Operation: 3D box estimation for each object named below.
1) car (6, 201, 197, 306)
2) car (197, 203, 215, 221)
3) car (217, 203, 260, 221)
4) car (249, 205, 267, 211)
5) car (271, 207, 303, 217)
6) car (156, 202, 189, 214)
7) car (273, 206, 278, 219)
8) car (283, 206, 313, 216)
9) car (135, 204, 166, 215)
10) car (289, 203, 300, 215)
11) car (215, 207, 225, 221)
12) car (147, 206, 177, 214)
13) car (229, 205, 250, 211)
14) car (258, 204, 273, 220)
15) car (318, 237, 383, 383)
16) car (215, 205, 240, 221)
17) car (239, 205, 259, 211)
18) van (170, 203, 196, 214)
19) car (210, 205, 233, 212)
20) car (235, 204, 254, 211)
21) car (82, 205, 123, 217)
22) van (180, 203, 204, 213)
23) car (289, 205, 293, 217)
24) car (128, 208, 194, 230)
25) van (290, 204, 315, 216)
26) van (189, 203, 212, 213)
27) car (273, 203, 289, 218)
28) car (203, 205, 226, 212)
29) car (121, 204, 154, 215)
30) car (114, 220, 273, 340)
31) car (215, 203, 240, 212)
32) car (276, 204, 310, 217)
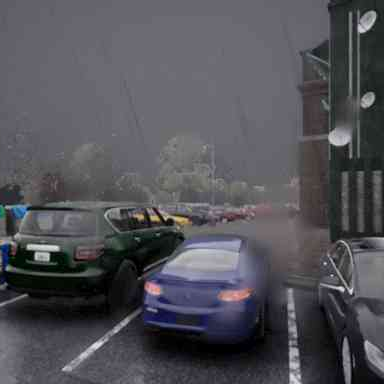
[{"bbox_3d":[-1.853,1.243,8.294,2.435,2.045,5.566,0,-1,16],"label":"car"},{"bbox_3d":[-1.101,2.170,31.603,5.566,2.045,2.435,1,-1,15],"label":"car"},{"bbox_3d":[5.743,2.670,41.503,4.553,1.767,2.185,1,-1,15],"label":"car"},{"bbox_3d":[18.233,4.337,91.921,4.792,1.488,2.163,0,-2,13],"label":"car"},{"bbox_3d":[16.046,3.340,56.298,5.008,1.535,2.097,1,-1,15],"label":"car"},{"bbox_3d":[-3.527,2.882,60.034,5.566,2.045,2.435,0,-2,15],"label":"car"},{"bbox_3d":[9.170,3.006,46.426,4.792,1.488,2.163,1,-1,15],"label":"car"},{"bbox_3d":[19.467,3.522,61.236,5.008,1.535,2.097,1,-1,15],"label":"car"},{"bbox_3d":[-6.857,2.827,55.121,4.553,1.767,2.185,0,-2,15],"label":"car"},{"bbox_3d":[14.369,2.999,53.834,5.566,2.045,2.435,1,-1,15],"label":"car"},{"bbox_3d":[0.590,2.560,34.069,4.674,1.452,2.002,1,-1,15],"label":"car"},{"bbox_3d":[-5.194,3.083,57.576,4.674,1.452,2.002,0,-2,15],"label":"car"},{"bbox_3d":[11.700,3.947,82.049,4.892,1.521,2.231,0,-2,14],"label":"car"},{"bbox_3d":[7.464,2.635,43.959,5.566,2.045,2.435,1,-1,15],"label":"car"},{"bbox_3d":[2.966,1.488,4.831,2.231,1.521,4.892,0,-1,16],"label":"car"},{"bbox_3d":[2.326,2.615,36.547,5.008,1.535,2.097,1,-1,15],"label":"car"},{"bbox_3d":[15.015,4.127,86.967,5.008,1.535,2.097,0,-2,14],"label":"car"},{"bbox_3d":[-1.691,2.998,62.447,4.442,1.987,1.878,0,-2,15],"label":"van"},{"bbox_3d":[6.681,3.705,74.699,4.792,1.488,2.163,0,-2,15],"label":"car"},{"bbox_3d":[13.388,3.911,84.505,4.553,1.767,2.185,0,-2,14],"label":"car"},{"bbox_3d":[-12.627,2.654,47.154,5.366,1.575,1.946,0,-2,15],"label":"car"},{"bbox_3d":[0.000,3.088,64.896,4.442,1.987,1.878,0,-2,15],"label":"van"},{"bbox_3d":[12.593,3.188,51.366,4.792,1.488,2.163,1,-1,15],"label":"car"},{"bbox_3d":[-2.686,2.316,29.075,5.366,1.575,1.946,1,-2,15],"label":"car"},{"bbox_3d":[21.069,3.384,63.739,4.442,1.987,1.878,1,-1,15],"label":"van"},{"bbox_3d":[1.692,3.178,67.345,4.442,1.987,1.878,0,-2,15],"label":"van"},{"bbox_3d":[10.890,2.816,48.898,5.566,2.045,2.435,1,-1,15],"label":"car"},{"bbox_3d":[4.932,3.614,72.259,4.792,1.488,2.163,0,-2,15],"label":"car"},{"bbox_3d":[-8.610,2.737,52.698,4.553,1.767,2.185,0,-2,15],"label":"car"},{"bbox_3d":[0.554,1.530,6.544,2.002,1.452,4.674,0,-1,15],"label":"car"},{"bbox_3d":[8.315,3.514,77.163,5.566,2.045,2.435,0,-2,15],"label":"car"},{"bbox_3d":[17.789,3.181,58.771,5.566,2.045,2.435,1,-1,15],"label":"car"}]
